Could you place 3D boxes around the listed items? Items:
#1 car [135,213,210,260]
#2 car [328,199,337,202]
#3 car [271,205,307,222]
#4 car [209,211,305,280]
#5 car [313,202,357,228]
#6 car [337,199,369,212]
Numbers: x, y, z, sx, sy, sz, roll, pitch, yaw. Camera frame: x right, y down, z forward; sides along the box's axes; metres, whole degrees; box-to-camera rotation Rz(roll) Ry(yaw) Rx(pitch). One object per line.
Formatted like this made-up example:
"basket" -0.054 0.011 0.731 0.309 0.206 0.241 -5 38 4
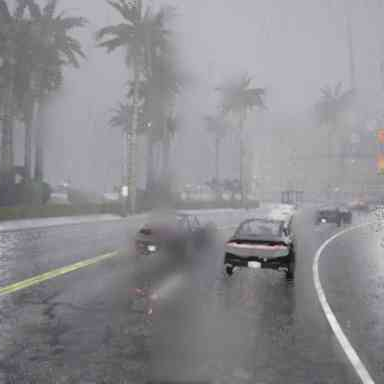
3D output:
"car" -0.391 1.587 13.029 1.837 1.490 4.892 0 0 22
"car" 20.854 1.811 48.429 4.553 1.767 2.097 0 0 -33
"car" 7.681 1.753 26.718 1.812 1.442 4.674 0 -1 38
"car" 2.305 1.576 10.406 2.128 1.511 4.902 0 0 19
"car" 10.473 1.738 24.619 1.837 1.490 4.892 0 -1 38
"car" 22.238 1.975 45.199 4.674 1.442 1.812 1 -1 -33
